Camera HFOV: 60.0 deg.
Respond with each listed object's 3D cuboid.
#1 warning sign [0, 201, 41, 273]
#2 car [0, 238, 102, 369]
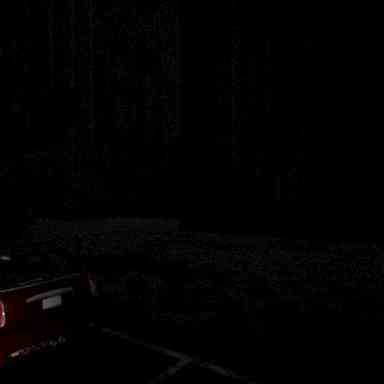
[{"bbox_3d":[-5.239,1.208,9.528,1.060,1.860,1.300,-1,0,35],"label":"warning sign"},{"bbox_3d":[-3.425,1.497,5.523,4.097,1.590,1.967,-1,0,35],"label":"car"}]
